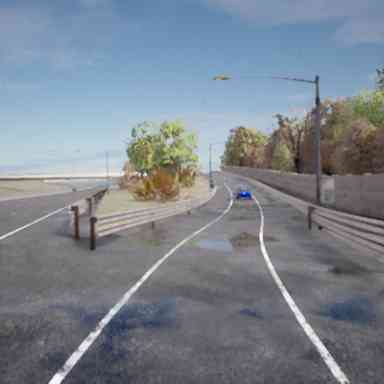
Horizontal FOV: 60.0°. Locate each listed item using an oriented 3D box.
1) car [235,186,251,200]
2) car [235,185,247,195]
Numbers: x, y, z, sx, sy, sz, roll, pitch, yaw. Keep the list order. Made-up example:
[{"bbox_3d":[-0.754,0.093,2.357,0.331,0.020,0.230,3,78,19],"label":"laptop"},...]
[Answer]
[{"bbox_3d":[7.855,0.090,50.821,2.150,2.045,5.566,-1,4,7],"label":"car"},{"bbox_3d":[9.016,-0.373,61.216,1.812,1.442,4.674,-1,5,5],"label":"car"}]
